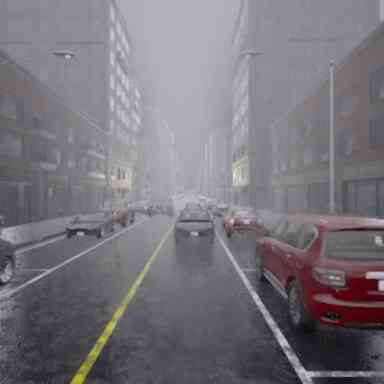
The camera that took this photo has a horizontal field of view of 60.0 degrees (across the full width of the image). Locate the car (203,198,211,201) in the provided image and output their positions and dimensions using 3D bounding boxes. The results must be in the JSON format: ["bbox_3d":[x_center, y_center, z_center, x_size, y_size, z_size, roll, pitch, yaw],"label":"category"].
[{"bbox_3d":[2.680,1.766,40.944,1.947,1.339,4.313,0,0,0],"label":"car"}]

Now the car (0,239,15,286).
[{"bbox_3d":[-5.380,1.601,6.859,1.947,1.339,4.313,0,0,0],"label":"car"}]

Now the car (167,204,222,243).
[{"bbox_3d":[0.114,1.573,16.460,2.128,1.511,4.902,0,0,0],"label":"car"}]

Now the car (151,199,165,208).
[{"bbox_3d":[-5.333,1.836,52.313,1.802,1.307,4.206,0,0,0],"label":"car"}]

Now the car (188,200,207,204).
[{"bbox_3d":[0.132,1.723,32.464,1.994,1.385,4.181,0,0,0],"label":"car"}]

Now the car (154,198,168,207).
[{"bbox_3d":[-5.327,1.832,57.995,2.008,1.369,4.403,0,0,0],"label":"car"}]

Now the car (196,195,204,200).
[{"bbox_3d":[2.734,1.979,90.269,2.008,1.369,4.403,0,0,0],"label":"car"}]

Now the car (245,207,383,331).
[{"bbox_3d":[2.645,1.349,6.858,2.192,1.841,5.009,0,0,0],"label":"car"}]

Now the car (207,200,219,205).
[{"bbox_3d":[2.669,1.695,29.581,2.008,1.369,4.403,0,0,0],"label":"car"}]

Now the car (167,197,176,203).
[{"bbox_3d":[-5.300,1.955,84.870,2.008,1.369,4.403,0,0,0],"label":"car"}]

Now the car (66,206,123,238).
[{"bbox_3d":[-5.369,1.656,18.223,1.947,1.339,4.313,0,0,0],"label":"car"}]

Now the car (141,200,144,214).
[{"bbox_3d":[-5.350,1.613,35.268,1.967,1.590,4.097,0,0,0],"label":"car"}]

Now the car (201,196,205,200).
[{"bbox_3d":[2.693,1.780,52.476,1.752,1.417,4.829,0,0,0],"label":"car"}]

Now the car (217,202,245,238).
[{"bbox_3d":[2.657,1.530,18.220,1.967,1.590,4.097,0,0,0],"label":"car"}]

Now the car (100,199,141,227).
[{"bbox_3d":[-5.362,1.433,23.905,2.192,1.841,5.009,0,0,0],"label":"car"}]

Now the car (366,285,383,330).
[{"bbox_3d":[2.639,1.589,1.175,1.802,1.307,4.206,0,0,0],"label":"car"}]

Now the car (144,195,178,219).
[{"bbox_3d":[-2.816,1.379,31.549,2.150,2.045,5.566,0,-1,0],"label":"car"}]
